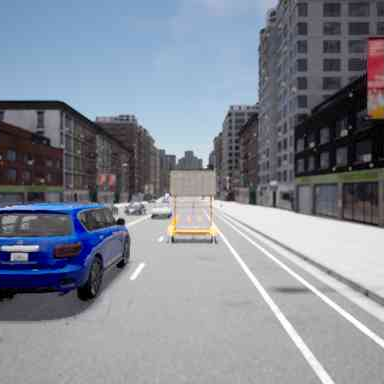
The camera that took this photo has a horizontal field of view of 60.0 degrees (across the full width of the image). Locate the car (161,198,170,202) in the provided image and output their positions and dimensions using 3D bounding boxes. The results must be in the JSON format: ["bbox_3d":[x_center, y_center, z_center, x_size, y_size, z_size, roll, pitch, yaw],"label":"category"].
[{"bbox_3d":[-6.305,2.101,79.705,1.882,1.535,5.008,0,-1,0],"label":"car"}]

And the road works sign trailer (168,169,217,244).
[{"bbox_3d":[0.063,0.628,16.674,2.380,3.560,2.880,0,-1,3],"label":"road works sign trailer"}]

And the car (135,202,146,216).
[{"bbox_3d":[-6.500,1.894,38.330,2.128,1.511,4.902,0,-1,0],"label":"car"}]

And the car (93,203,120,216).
[{"bbox_3d":[-9.750,1.965,38.231,1.994,1.385,4.181,0,-1,0],"label":"car"}]

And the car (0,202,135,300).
[{"bbox_3d":[-3.131,1.302,8.742,2.150,2.045,5.566,0,-1,0],"label":"car"}]

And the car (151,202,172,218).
[{"bbox_3d":[-3.067,1.961,34.681,1.895,1.301,4.718,0,-1,0],"label":"car"}]
